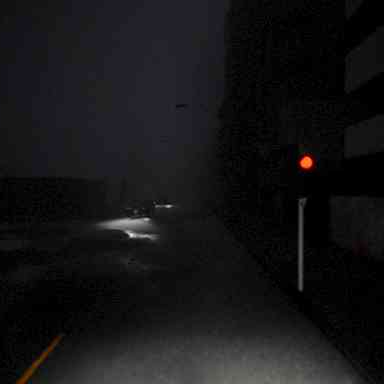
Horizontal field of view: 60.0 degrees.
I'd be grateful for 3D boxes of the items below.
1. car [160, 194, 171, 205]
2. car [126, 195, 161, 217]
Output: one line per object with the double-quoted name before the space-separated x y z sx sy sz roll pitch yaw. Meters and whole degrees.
"car" -4.107 1.095 47.923 1.837 1.490 4.892 0 1 0
"car" -4.266 1.249 28.329 2.128 1.511 4.902 0 1 2
